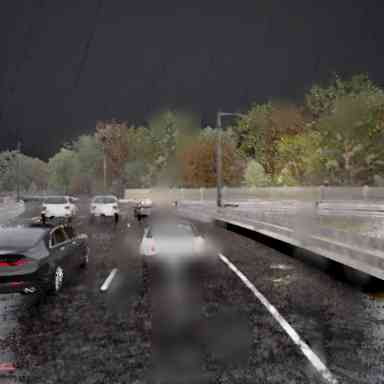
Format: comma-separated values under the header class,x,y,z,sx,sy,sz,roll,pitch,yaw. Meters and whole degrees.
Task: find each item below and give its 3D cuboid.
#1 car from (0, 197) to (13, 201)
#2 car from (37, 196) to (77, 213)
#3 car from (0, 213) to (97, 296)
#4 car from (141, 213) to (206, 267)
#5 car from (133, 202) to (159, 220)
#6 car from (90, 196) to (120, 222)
class,x,y,z,sx,sy,sz,roll,pitch,yaw
car,-47.052,1.908,82.454,4.718,1.301,1.895,0,0,37
car,-10.678,1.351,26.957,2.150,2.045,5.566,0,0,-14
car,-3.971,1.550,8.663,1.837,1.490,4.892,0,0,-5
car,-0.734,1.642,11.619,1.895,1.301,4.718,0,0,-6
car,-4.059,1.603,29.159,2.128,1.511,4.902,0,0,-15
car,-7.249,1.340,27.686,2.150,2.045,5.566,0,0,-14
